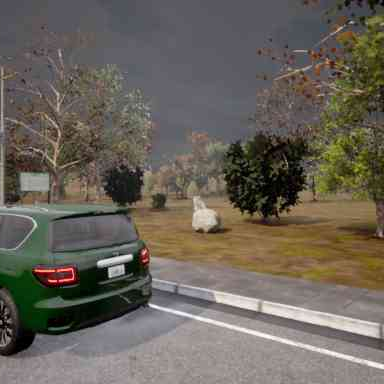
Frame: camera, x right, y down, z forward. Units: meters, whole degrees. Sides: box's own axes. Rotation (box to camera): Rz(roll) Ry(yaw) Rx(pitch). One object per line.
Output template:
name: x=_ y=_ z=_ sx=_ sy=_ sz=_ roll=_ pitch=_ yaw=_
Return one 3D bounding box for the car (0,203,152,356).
car: x=-3.265 y=1.221 z=6.299 sx=5.566 sy=2.045 sz=2.150 roll=0 pitch=0 yaw=35
